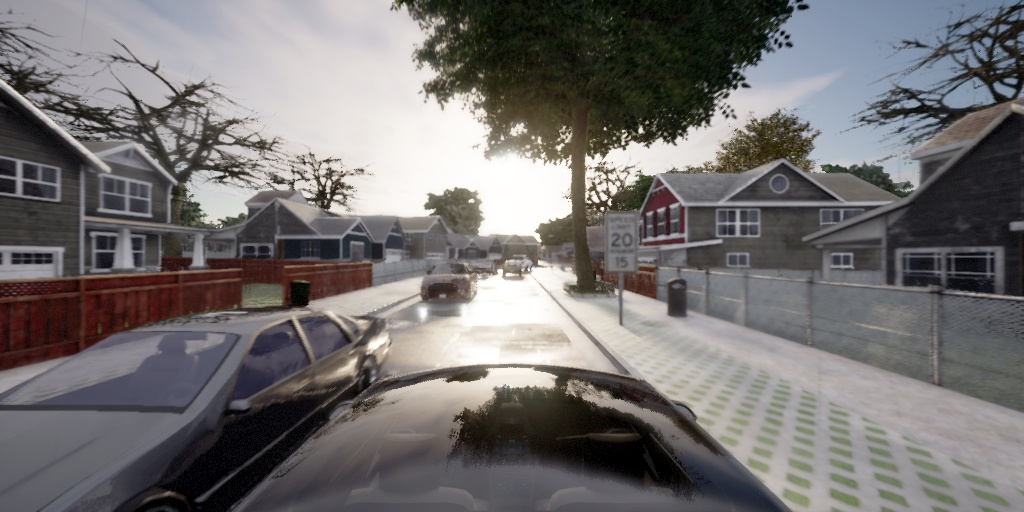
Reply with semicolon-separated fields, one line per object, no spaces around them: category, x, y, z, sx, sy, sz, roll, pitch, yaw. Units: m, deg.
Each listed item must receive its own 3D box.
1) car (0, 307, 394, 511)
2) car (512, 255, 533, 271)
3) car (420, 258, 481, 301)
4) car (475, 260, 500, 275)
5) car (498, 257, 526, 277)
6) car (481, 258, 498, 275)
car;-2.866;1.292;3.584;2.033;1.411;5.357;0;0;1
car;1.258;0.909;46.435;2.150;2.045;5.566;0;0;13
car;-2.837;1.065;16.976;2.097;1.767;4.553;0;0;0
car;-2.546;1.219;38.931;2.033;1.411;5.357;0;0;4
car;0.030;1.165;34.853;2.128;1.511;4.902;0;0;1
car;-2.733;0.903;33.794;2.033;1.411;5.357;0;2;0
